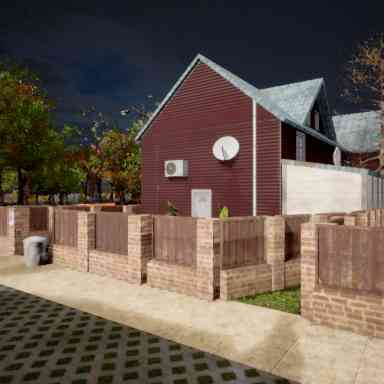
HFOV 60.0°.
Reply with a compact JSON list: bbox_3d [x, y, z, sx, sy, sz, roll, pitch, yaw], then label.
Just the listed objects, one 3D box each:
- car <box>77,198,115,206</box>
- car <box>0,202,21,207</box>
[{"bbox_3d":[-9.618,1.434,32.460,2.097,1.767,4.553,0,0,35],"label":"car"},{"bbox_3d":[-14.847,1.556,25.082,1.837,1.490,4.892,0,0,35],"label":"car"}]
